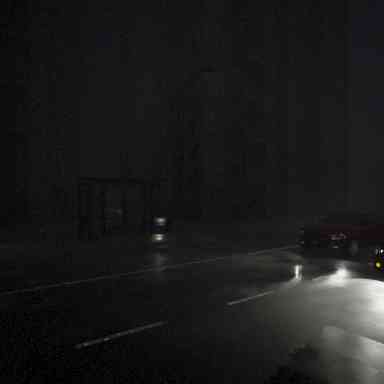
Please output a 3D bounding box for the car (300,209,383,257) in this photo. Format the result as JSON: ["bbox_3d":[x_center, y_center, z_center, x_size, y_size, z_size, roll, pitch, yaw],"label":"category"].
[{"bbox_3d":[6.302,1.477,13.208,5.008,1.535,1.882,0,0,-37],"label":"car"}]

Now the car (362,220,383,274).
[{"bbox_3d":[6.796,1.564,9.194,4.181,1.385,1.994,0,0,-37],"label":"car"}]
